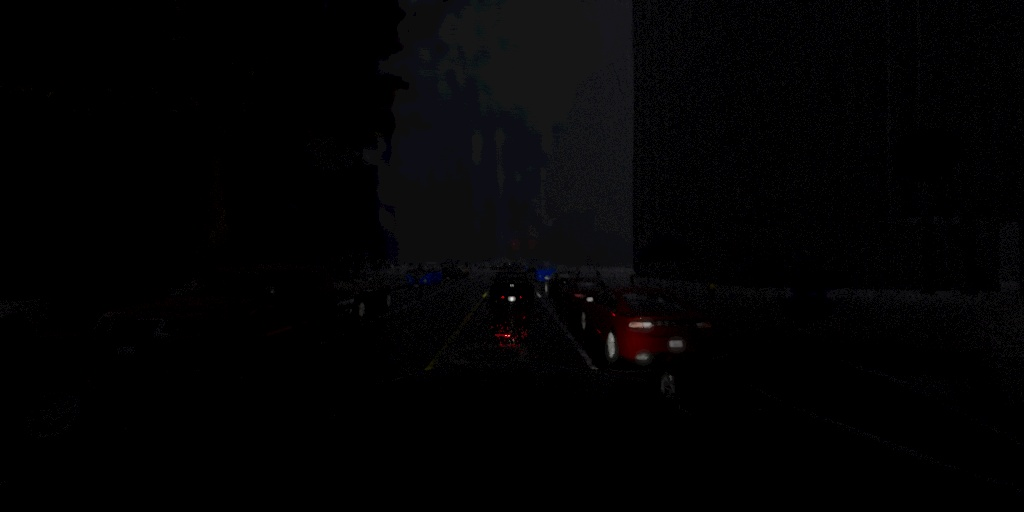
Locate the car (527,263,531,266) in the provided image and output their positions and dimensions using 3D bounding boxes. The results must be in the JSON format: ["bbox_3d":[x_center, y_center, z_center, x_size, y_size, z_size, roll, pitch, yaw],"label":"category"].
[{"bbox_3d":[3.128,1.745,49.393,1.812,1.442,4.674,0,-1,0],"label":"car"}]

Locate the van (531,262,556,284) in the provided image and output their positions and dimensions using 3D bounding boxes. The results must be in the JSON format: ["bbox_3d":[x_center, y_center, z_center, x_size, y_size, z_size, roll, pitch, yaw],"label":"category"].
[{"bbox_3d":[2.751,1.364,29.875,1.690,1.789,3.998,0,0,0],"label":"van"}]

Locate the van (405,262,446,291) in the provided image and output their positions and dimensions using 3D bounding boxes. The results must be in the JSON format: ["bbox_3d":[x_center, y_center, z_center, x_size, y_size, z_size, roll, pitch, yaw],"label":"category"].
[{"bbox_3d":[-5.772,1.303,23.730,1.690,1.789,3.998,0,0,0],"label":"van"}]

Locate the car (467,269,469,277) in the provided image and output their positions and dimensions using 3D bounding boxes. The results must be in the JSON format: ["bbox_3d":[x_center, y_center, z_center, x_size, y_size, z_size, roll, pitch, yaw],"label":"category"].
[{"bbox_3d":[-5.779,1.646,39.427,1.751,1.417,4.829,0,0,0],"label":"car"}]

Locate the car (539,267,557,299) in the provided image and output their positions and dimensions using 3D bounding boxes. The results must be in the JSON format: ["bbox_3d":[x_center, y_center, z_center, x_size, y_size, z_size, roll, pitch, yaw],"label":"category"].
[{"bbox_3d":[2.755,1.467,19.049,2.007,1.370,4.403,0,0,0],"label":"car"}]

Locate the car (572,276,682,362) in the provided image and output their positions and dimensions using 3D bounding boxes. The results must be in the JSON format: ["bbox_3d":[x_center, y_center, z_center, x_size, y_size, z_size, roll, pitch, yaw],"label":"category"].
[{"bbox_3d":[2.760,1.357,8.223,1.888,1.381,4.507,0,0,0],"label":"car"}]

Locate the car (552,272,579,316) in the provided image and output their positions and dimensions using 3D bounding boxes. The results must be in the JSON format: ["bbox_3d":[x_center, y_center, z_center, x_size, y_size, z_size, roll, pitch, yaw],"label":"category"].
[{"bbox_3d":[2.757,1.446,13.637,1.802,1.307,4.207,0,0,0],"label":"car"}]

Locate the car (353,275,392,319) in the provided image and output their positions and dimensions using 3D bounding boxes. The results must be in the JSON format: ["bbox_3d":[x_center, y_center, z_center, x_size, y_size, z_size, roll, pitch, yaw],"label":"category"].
[{"bbox_3d":[-5.767,1.410,13.153,2.007,1.370,4.403,0,0,0],"label":"car"}]

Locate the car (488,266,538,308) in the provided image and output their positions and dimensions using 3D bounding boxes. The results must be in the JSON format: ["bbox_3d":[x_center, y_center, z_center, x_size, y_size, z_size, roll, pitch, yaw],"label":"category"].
[{"bbox_3d":[-0.002,1.396,16.165,1.837,1.490,4.892,0,0,0],"label":"car"}]

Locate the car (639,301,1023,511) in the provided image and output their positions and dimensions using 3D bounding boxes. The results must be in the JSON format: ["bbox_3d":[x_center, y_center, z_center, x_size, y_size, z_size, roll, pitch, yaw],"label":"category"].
[{"bbox_3d":[2.762,1.326,2.810,1.948,1.339,4.313,0,0,0],"label":"car"}]

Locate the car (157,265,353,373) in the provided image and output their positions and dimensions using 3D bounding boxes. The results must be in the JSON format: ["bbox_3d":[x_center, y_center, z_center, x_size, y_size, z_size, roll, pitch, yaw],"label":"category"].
[{"bbox_3d":[-5.765,1.123,7.865,2.192,1.841,5.009,0,0,0],"label":"car"}]

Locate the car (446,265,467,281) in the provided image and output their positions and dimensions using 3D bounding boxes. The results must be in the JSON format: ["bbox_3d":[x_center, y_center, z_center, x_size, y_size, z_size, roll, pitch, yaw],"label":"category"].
[{"bbox_3d":[-5.777,1.633,34.307,1.948,1.339,4.313,0,0,0],"label":"car"}]

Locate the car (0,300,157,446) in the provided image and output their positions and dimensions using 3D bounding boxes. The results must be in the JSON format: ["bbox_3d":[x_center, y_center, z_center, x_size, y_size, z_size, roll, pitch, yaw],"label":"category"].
[{"bbox_3d":[-5.763,1.303,2.576,1.888,1.381,4.507,0,0,0],"label":"car"}]

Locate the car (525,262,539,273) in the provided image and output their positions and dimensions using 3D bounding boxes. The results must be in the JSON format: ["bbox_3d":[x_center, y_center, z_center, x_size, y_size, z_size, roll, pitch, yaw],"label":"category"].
[{"bbox_3d":[3.116,1.769,56.393,1.882,1.535,5.008,0,-1,0],"label":"car"}]

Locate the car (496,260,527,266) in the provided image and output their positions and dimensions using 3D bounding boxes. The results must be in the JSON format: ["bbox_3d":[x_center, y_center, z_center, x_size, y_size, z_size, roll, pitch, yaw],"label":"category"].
[{"bbox_3d":[-0.010,1.384,30.927,2.097,1.767,4.553,0,-1,0],"label":"car"}]
